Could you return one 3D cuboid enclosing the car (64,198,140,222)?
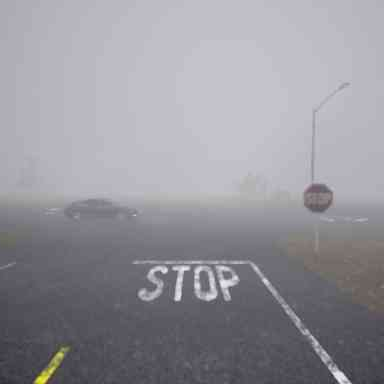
[{"bbox_3d":[-5.896,1.153,21.952,4.892,1.490,1.837,0,1,0],"label":"car"}]
